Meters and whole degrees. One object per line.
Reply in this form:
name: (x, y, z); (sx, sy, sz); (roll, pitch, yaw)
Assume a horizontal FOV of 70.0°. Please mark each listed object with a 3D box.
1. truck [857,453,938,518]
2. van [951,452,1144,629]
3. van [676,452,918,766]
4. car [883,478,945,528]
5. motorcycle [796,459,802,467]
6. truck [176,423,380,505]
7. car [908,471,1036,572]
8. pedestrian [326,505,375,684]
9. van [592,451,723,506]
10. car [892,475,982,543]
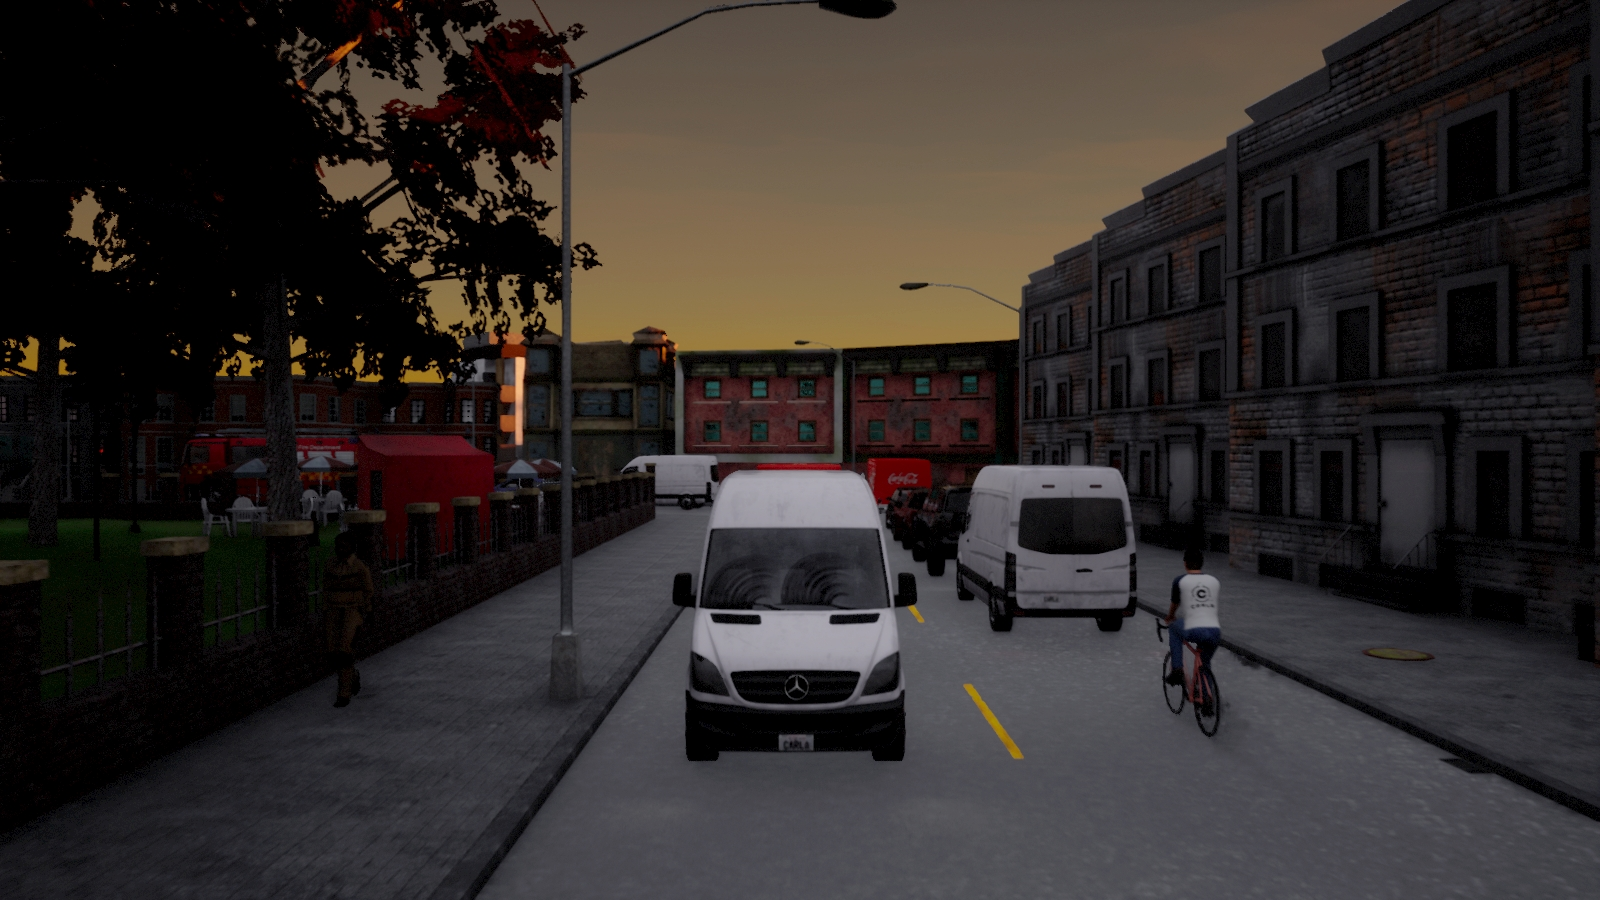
truck: (3.823, 1.350, 45.856); (2.627, 2.467, 5.204); (0, 0, -2)
van: (3.962, 1.314, 19.471); (1.988, 2.561, 5.915); (0, 0, 0)
van: (-0.047, 1.314, 12.348); (1.988, 2.561, 5.915); (0, 0, 0)
car: (3.895, 1.806, 39.488); (1.789, 1.549, 3.705); (0, 0, 0)
motorcycle: (-0.165, 1.964, 178.592); (0.856, 1.236, 1.805); (0, 0, 0)
truck: (-24.983, 0.671, 54.936); (8.468, 3.827, 2.891); (0, 0, -1)
car: (3.902, 1.560, 26.894); (2.150, 2.045, 5.566); (0, 0, 0)
pedestrian: (-4.785, 1.525, 12.172); (0.375, 1.860, 0.375); (0, 0, 2)
van: (-6.833, 1.316, 54.823); (5.915, 2.561, 1.988); (0, 0, 10)
car: (3.948, 1.686, 33.690); (2.097, 1.767, 4.553); (0, 0, 0)
